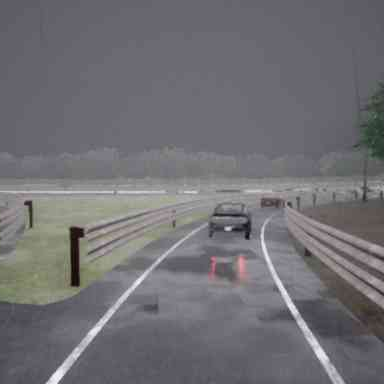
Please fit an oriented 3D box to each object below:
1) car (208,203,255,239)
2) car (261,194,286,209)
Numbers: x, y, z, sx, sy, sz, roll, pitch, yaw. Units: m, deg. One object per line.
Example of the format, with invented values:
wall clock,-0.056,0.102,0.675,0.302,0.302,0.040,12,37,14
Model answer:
car,1.965,1.265,16.095,2.128,1.511,4.902,1,1,11
car,8.811,0.919,35.754,1.882,1.535,5.008,1,2,27
